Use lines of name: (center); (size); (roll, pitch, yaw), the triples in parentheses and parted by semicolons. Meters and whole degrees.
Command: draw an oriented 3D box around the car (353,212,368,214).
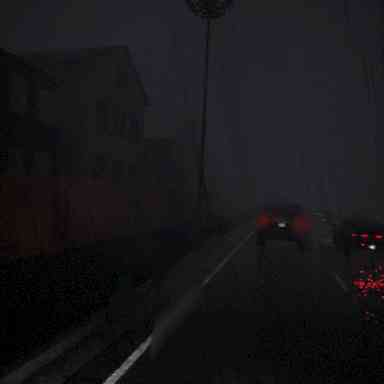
car: (15.815, 2.542, 31.357); (1.994, 1.385, 4.181); (3, 0, 15)

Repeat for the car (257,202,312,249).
car: (4.558, 1.557, 16.782); (2.150, 2.045, 5.566); (3, 0, 15)

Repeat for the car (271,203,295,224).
car: (8.873, 2.005, 32.454); (2.097, 1.767, 4.553); (3, 0, 15)

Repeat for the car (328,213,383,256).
car: (7.841, 1.990, 15.588); (1.837, 1.490, 4.892); (3, 0, 16)

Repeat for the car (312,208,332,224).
car: (12.309, 2.305, 31.784); (2.128, 1.511, 4.902); (3, 0, 15)
